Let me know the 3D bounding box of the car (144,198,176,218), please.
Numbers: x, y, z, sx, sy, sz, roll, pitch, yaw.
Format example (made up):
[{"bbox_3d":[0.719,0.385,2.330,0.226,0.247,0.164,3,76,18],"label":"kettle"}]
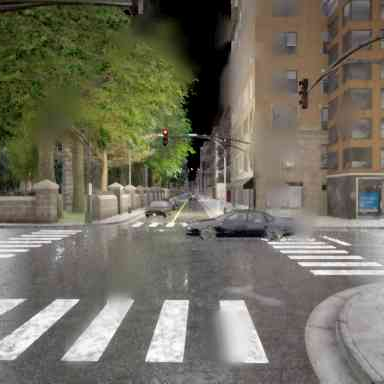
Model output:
[{"bbox_3d":[-2.998,1.526,30.708,2.033,1.411,5.357,0,0,4],"label":"car"}]

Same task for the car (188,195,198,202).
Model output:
[{"bbox_3d":[0.210,1.424,70.816,1.812,1.442,4.674,0,0,0],"label":"car"}]

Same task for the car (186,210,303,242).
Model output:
[{"bbox_3d":[2.387,1.549,15.775,5.357,1.411,2.033,0,0,1],"label":"car"}]

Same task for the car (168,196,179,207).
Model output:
[{"bbox_3d":[-2.997,1.465,40.780,1.837,1.490,4.892,0,0,0],"label":"car"}]
